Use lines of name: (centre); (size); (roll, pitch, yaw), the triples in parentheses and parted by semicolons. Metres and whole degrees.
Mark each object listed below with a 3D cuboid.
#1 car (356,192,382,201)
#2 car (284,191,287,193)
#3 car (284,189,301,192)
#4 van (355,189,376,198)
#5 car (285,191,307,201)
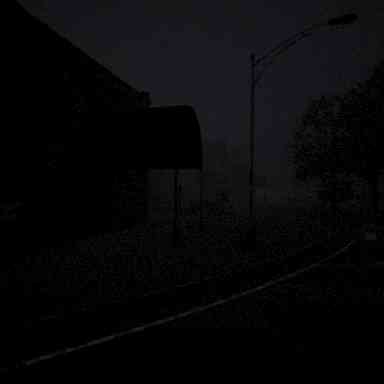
car: (42.837, 1.354, 79.521); (5.008, 1.535, 2.097); (0, 4, -4)
car: (26.727, 1.129, 84.958); (4.792, 1.488, 2.163); (-2, 3, -6)
car: (27.438, 0.785, 87.799); (4.553, 1.767, 2.185); (-2, 4, -6)
van: (43.782, 0.937, 82.392); (4.442, 1.987, 1.878); (0, 4, -4)
car: (25.987, 1.330, 82.096); (4.674, 1.452, 2.002); (-2, 3, -6)
